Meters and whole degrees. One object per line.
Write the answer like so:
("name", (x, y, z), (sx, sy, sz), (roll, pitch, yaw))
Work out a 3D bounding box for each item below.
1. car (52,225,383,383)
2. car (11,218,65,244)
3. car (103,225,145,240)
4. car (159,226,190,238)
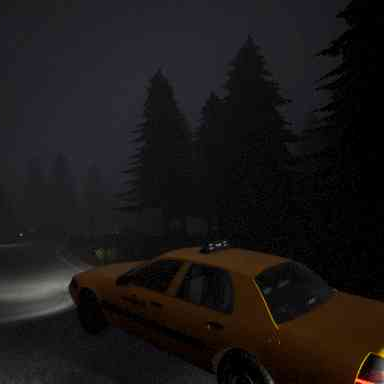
("car", (0.121, 1.441, 4.753), (5.366, 1.575, 1.801), (0, 1, 43))
("car", (-12.733, 3.229, 28.182), (2.150, 2.045, 5.566), (-4, -7, 6))
("car", (-7.438, 4.510, 36.976), (2.033, 1.411, 5.357), (-4, -8, 20))
("car", (-2.314, 5.544, 46.281), (1.882, 1.535, 5.008), (-5, -8, 30))
